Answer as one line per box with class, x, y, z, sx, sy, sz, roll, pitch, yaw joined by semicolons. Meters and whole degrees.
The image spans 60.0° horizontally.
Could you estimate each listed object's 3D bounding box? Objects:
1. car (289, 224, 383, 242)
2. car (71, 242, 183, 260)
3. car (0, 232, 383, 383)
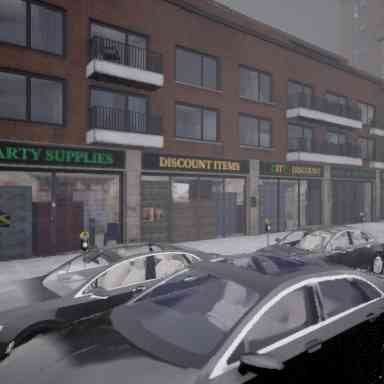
car;3.335;1.551;8.565;4.403;1.369;2.008;0;0;-35
car;-1.158;1.551;5.362;4.403;1.369;2.008;0;0;-35
car;0.517;1.491;3.438;4.902;1.511;2.128;0;0;-35
